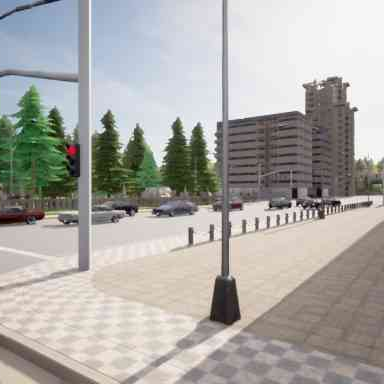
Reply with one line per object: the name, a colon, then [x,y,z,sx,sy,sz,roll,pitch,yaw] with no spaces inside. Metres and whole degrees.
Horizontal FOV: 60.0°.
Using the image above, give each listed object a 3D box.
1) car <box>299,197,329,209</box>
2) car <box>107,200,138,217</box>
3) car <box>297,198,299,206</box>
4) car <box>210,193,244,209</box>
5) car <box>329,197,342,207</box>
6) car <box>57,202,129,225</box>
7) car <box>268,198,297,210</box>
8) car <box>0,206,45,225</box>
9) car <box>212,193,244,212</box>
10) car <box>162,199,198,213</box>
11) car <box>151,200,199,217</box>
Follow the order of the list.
car: [16.030,1.601,43.718,1.895,1.301,4.718,0,0,35]
car: [-7.011,1.478,29.796,1.882,1.535,5.008,0,0,36]
car: [17.814,1.505,52.258,1.837,1.490,4.892,0,0,35]
car: [4.983,1.221,46.571,2.150,2.045,5.566,0,0,36]
car: [21.560,1.547,51.549,2.033,1.411,5.357,0,0,38]
car: [-7.070,1.601,23.679,1.895,1.301,4.718,0,0,35]
car: [11.630,1.492,43.571,2.128,1.511,4.902,0,0,35]
car: [-12.494,1.601,22.175,1.895,1.301,4.718,0,0,37]
car: [4.336,1.352,39.676,2.097,1.767,4.553,0,0,36]
car: [-1.266,1.564,37.867,1.994,1.385,4.181,0,0,35]
car: [-1.470,1.547,31.538,2.033,1.411,5.357,0,0,36]
